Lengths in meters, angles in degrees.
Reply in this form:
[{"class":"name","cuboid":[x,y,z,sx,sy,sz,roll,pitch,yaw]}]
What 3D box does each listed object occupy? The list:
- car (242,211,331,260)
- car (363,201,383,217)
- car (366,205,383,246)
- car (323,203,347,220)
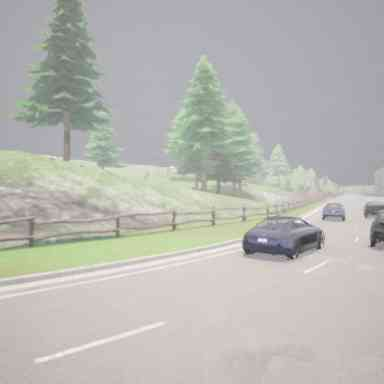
[{"class":"car","cuboid":[3.668,1.636,13.020,1.994,1.385,4.181,0,0,38]},{"class":"car","cuboid":[17.837,1.620,32.343,1.882,1.535,5.008,0,0,25]},{"class":"car","cuboid":[9.157,1.569,15.015,1.837,1.490,4.892,0,0,31]},{"class":"car","cuboid":[12.774,1.693,29.772,2.033,1.411,5.357,0,0,25]}]
